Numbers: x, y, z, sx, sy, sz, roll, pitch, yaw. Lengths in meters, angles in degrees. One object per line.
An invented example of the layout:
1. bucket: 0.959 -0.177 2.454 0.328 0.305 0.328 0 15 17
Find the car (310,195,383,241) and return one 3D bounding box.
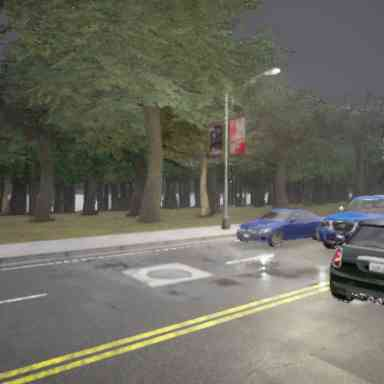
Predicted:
1. car: 7.279 1.142 12.874 5.566 2.045 2.150 -1 0 -35

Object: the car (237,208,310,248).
1. car: 4.058 1.460 14.568 4.674 1.442 1.812 0 0 -35

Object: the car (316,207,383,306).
1. car: 4.938 1.308 6.966 4.553 1.767 2.097 0 0 -36
